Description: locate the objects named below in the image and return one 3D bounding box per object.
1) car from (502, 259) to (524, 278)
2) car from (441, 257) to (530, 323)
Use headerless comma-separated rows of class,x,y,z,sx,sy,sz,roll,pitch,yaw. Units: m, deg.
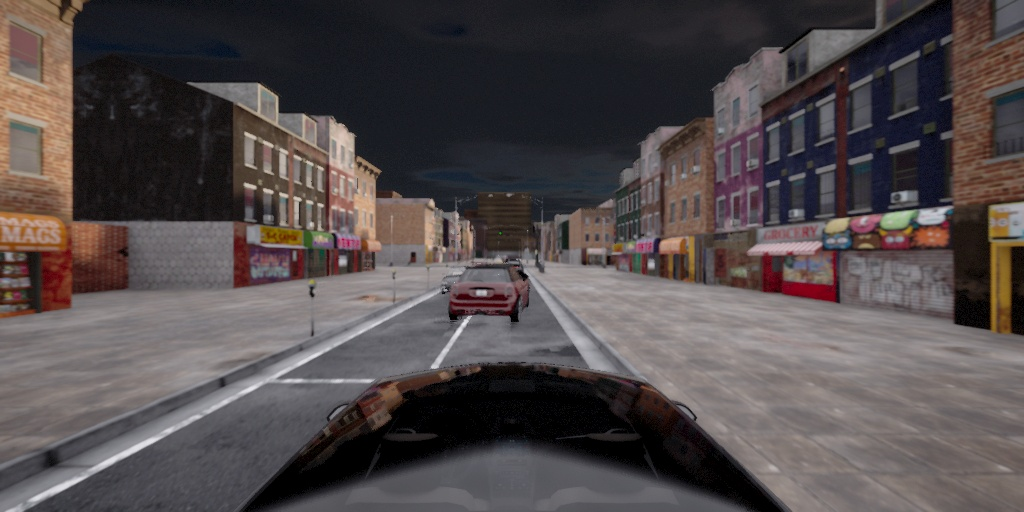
car,0.099,1.090,31.921,1.837,1.490,4.892,0,0,0
car,-0.583,1.038,12.151,2.097,1.767,4.553,0,0,7
